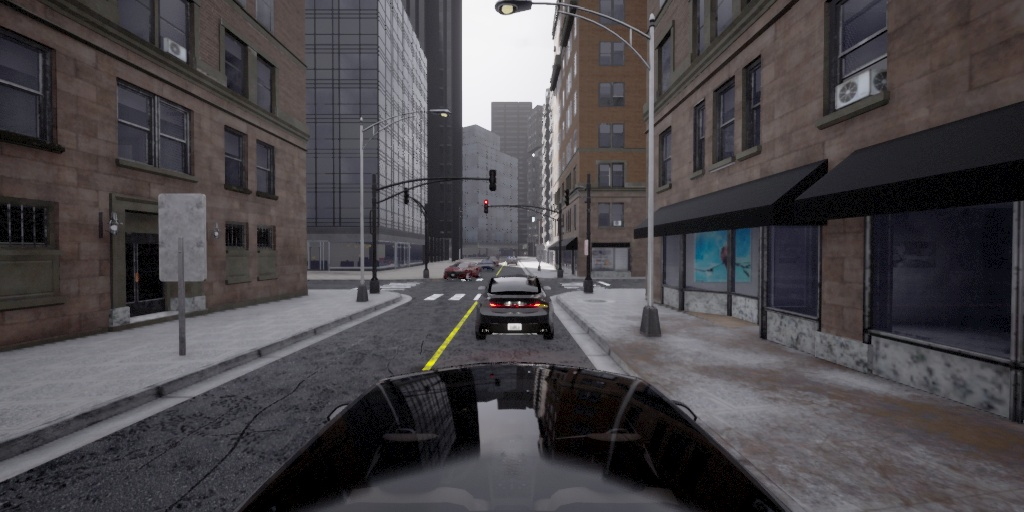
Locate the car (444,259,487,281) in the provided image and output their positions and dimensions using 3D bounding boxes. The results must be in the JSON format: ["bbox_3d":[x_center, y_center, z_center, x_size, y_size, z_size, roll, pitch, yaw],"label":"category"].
[{"bbox_3d":[-3.963,1.192,29.780,1.882,1.535,5.008,0,0,12],"label":"car"}]

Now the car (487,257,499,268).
[{"bbox_3d":[-3.139,1.163,45.162,2.033,1.411,5.357,0,0,0],"label":"car"}]

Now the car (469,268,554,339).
[{"bbox_3d":[0.070,1.252,10.008,1.837,1.490,4.892,0,0,0],"label":"car"}]
